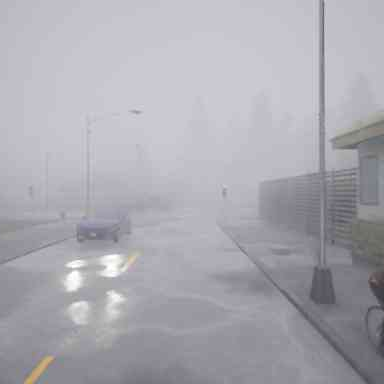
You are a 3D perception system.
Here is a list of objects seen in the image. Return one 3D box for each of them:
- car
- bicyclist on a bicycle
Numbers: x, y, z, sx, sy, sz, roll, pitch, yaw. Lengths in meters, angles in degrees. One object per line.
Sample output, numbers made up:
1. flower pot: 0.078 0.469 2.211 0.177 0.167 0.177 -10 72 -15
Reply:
1. car: -4.251 1.569 16.785 1.882 1.535 5.008 0 0 0
2. bicyclist on a bicycle: 2.483 1.368 3.841 0.582 1.620 1.656 -3 1 -5
